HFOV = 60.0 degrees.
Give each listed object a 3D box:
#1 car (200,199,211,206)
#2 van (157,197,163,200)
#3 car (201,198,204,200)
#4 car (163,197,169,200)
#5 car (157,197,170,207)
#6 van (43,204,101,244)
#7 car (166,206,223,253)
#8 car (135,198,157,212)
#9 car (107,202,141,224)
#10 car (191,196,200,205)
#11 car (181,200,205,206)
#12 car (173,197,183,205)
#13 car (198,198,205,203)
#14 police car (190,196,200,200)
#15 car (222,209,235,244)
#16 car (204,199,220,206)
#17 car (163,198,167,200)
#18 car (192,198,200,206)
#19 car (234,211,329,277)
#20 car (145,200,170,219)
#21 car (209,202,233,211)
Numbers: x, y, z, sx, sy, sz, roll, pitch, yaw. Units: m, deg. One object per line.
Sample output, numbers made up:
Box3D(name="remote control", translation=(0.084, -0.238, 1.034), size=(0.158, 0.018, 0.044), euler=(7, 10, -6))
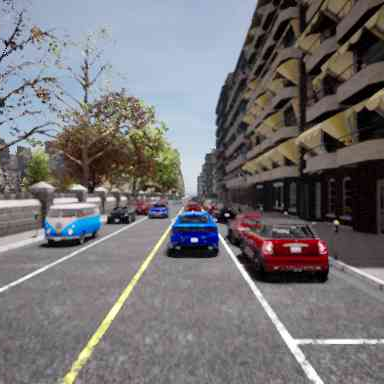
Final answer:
Box3D(name="car", translation=(2.680, 2.163, 66.847), size=(1.947, 1.339, 4.313), euler=(0, -1, 0))
Box3D(name="van", translation=(-5.698, 1.777, 49.955), size=(1.690, 1.788, 3.998), euler=(0, -1, 0))
Box3D(name="car", translation=(2.683, 1.963, 50.125), size=(1.752, 1.417, 4.829), euler=(0, -1, 0))
Box3D(name="car", translation=(-5.700, 2.088, 61.214), size=(1.887, 1.381, 4.507), euler=(0, -1, 0))
Box3D(name="car", translation=(-5.700, 1.912, 66.848), size=(2.192, 1.841, 5.009), euler=(0, -1, 0))
Box3D(name="van", translation=(-5.692, 1.478, 16.175), size=(1.690, 1.788, 3.998), euler=(0, 0, 0))
Box3D(name="car", translation=(0.090, 1.600, 14.418), size=(1.882, 1.535, 5.008), euler=(0, 0, 0))
Box3D(name="car", translation=(-5.695, 1.647, 38.695), size=(2.192, 1.841, 5.009), euler=(0, -1, 0))
Box3D(name="car", translation=(-5.694, 1.799, 27.434), size=(1.947, 1.339, 4.313), euler=(0, 0, 0))
Box3D(name="car", translation=(0.888, 1.947, 79.639), size=(2.150, 2.045, 5.566), euler=(0, -1, 0))
Box3D(name="car", translation=(0.093, 1.823, 34.726), size=(1.812, 1.442, 4.674), euler=(0, -1, 0))
Box3D(name="car", translation=(-3.010, 1.979, 73.464), size=(2.097, 1.767, 4.553), euler=(0, -1, 0))
Box3D(name="car", translation=(2.675, 2.423, 94.996), size=(1.887, 1.381, 4.507), euler=(0, -1, 0))
Box3D(name="police car", translation=(0.434, 1.994, 63.905), size=(1.930, 1.638, 5.238), euler=(0, -1, 12))
Box3D(name="car", translation=(2.688, 1.719, 16.175), size=(1.802, 1.307, 4.206), euler=(0, 0, 0))
Box3D(name="car", translation=(2.684, 1.772, 38.696), size=(1.967, 1.590, 4.097), euler=(0, -1, 0))
Box3D(name="car", translation=(-5.699, 2.071, 55.583), size=(1.802, 1.307, 4.206), euler=(0, -1, 0))
Box3D(name="car", translation=(0.889, 2.168, 73.606), size=(1.837, 1.490, 4.892), euler=(0, -1, 0))
Box3D(name="car", translation=(2.689, 1.530, 10.546), size=(1.967, 1.590, 4.097), euler=(0, 0, 0))
Box3D(name="car", translation=(-3.104, 1.801, 32.261), size=(1.812, 1.442, 4.674), euler=(0, -1, 0))
Box3D(name="car", translation=(2.686, 1.799, 27.436), size=(1.947, 1.339, 4.313), euler=(0, -1, 0))
